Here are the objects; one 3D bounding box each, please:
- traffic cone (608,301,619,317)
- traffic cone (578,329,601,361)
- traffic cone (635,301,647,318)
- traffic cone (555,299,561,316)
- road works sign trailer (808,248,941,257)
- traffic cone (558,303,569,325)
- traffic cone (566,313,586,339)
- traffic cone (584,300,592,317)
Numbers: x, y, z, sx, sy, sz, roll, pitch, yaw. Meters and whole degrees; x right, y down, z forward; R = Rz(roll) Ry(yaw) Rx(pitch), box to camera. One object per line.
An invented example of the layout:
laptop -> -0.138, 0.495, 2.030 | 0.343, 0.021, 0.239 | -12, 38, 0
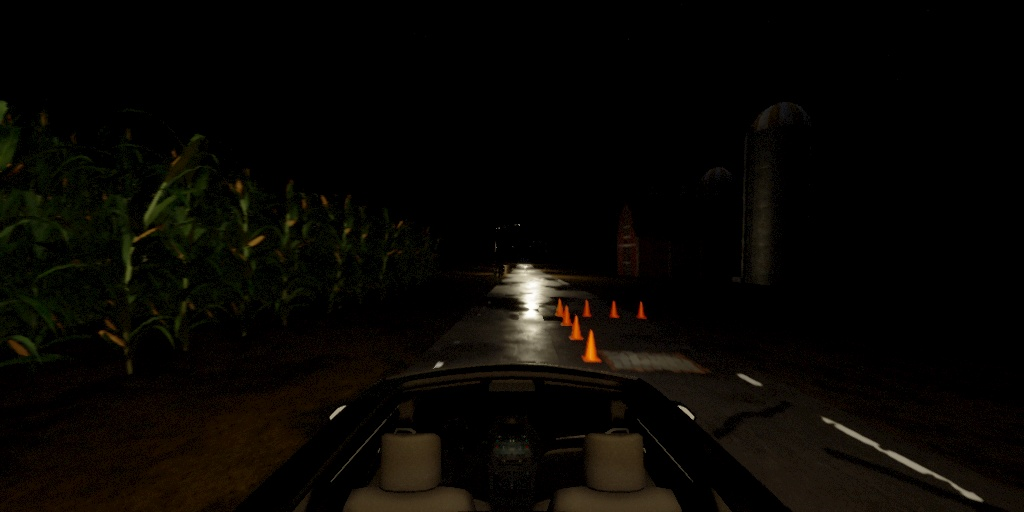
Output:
traffic cone -> 3.774, 1.956, 13.310 | 0.340, 0.580, 0.340 | 0, 0, 2
traffic cone -> 1.616, 1.819, 7.367 | 0.340, 0.580, 0.340 | 0, 0, 2
traffic cone -> 4.772, 1.980, 13.283 | 0.340, 0.580, 0.340 | 0, 0, 2
traffic cone -> 1.775, 1.909, 13.364 | 0.340, 0.580, 0.340 | 0, 0, 2
road works sign trailer -> 2.654, 0.261, 0.371 | 2.380, 3.560, 2.880 | 0, 0, -8
traffic cone -> 1.722, 1.879, 11.366 | 0.340, 0.580, 0.340 | 0, 0, 2
traffic cone -> 1.669, 1.849, 9.366 | 0.340, 0.580, 0.340 | 0, 0, 2
traffic cone -> 2.775, 1.933, 13.337 | 0.340, 0.580, 0.340 | 0, 0, 2
